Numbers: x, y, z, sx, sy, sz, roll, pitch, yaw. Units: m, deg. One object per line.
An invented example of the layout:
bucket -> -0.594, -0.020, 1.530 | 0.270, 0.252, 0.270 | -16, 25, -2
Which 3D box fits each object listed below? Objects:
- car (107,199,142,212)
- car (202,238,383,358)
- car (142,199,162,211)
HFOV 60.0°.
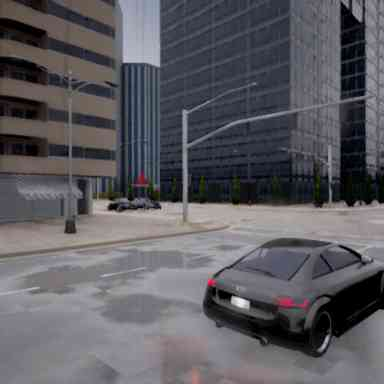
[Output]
car -> -8.240, 1.589, 39.192 | 4.181, 1.385, 1.994 | 0, 0, 44
car -> 2.163, 1.555, 6.140 | 4.181, 1.385, 1.994 | 0, 0, -43
car -> -5.660, 1.583, 41.563 | 4.181, 1.385, 1.994 | 0, 0, 44
